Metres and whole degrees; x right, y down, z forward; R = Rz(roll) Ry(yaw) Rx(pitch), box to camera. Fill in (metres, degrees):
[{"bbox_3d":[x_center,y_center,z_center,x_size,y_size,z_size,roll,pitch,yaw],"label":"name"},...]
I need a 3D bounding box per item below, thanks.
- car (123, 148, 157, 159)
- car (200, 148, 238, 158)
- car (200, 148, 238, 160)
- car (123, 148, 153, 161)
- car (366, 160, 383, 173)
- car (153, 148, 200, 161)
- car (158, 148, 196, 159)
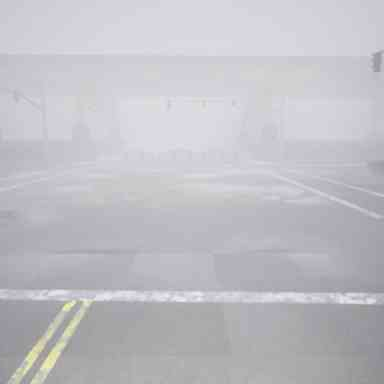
[{"bbox_3d":[-6.570,-4.897,41.959,4.536,1.218,1.853,8,12,44],"label":"car"},{"bbox_3d":[3.410,-4.998,42.539,4.536,1.218,1.853,5,10,29],"label":"car"},{"bbox_3d":[3.456,-4.839,42.537,4.974,1.542,2.038,5,10,29],"label":"car"},{"bbox_3d":[-6.533,-4.736,41.947,4.974,1.542,2.038,8,12,44],"label":"car"},{"bbox_3d":[16.253,-2.175,25.853,4.718,1.301,1.895,0,9,1],"label":"car"},{"bbox_3d":[-1.926,-4.730,41.865,4.974,1.542,2.038,-6,11,-35],"label":"car"},{"bbox_3d":[-1.884,-4.890,41.871,4.536,1.218,1.853,-6,11,-35],"label":"car"}]
